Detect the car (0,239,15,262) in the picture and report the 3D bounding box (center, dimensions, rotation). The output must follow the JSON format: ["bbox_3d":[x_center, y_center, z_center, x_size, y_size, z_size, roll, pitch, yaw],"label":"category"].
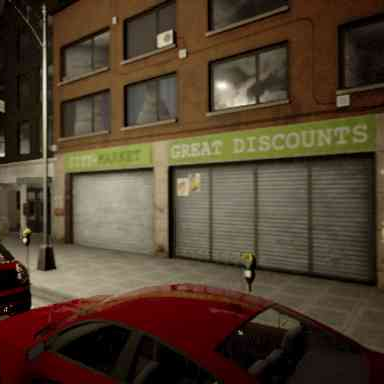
[{"bbox_3d":[-4.897,1.486,6.309,4.097,1.590,1.967,0,0,36],"label":"car"}]

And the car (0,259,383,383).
[{"bbox_3d":[-0.276,1.556,3.009,4.507,1.381,1.887,0,0,36],"label":"car"}]
